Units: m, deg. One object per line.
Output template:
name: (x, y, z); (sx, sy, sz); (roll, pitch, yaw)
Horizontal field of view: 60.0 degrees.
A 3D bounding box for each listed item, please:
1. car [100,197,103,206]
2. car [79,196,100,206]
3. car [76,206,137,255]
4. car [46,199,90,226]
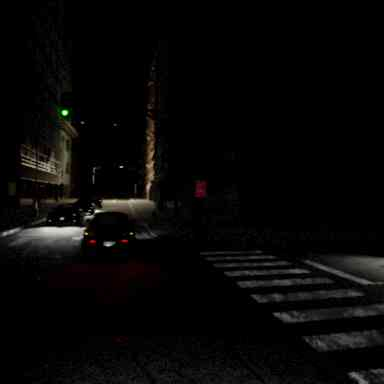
car: (-12.218, 1.311, 41.870); (2.128, 1.511, 4.902); (1, 0, -12)
car: (-10.272, 1.351, 31.971); (1.837, 1.490, 4.892); (1, 0, -11)
car: (-3.143, 1.486, 12.948); (1.812, 1.442, 4.674); (1, 0, -12)
car: (-8.299, 1.437, 22.215); (1.994, 1.385, 4.181); (1, 0, -11)
